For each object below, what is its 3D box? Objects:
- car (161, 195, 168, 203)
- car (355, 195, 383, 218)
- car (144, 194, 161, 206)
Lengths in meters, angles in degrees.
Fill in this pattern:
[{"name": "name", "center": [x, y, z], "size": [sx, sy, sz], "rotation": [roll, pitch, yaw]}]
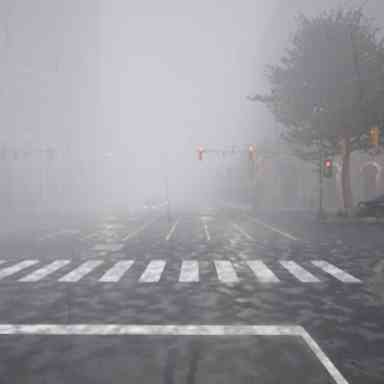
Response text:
[{"name": "car", "center": [-6.583, 1.295, 66.625], "size": [2.097, 1.767, 4.553], "rotation": [0, 0, 1]}, {"name": "car", "center": [17.530, 1.196, 29.410], "size": [5.566, 2.045, 2.150], "rotation": [0, 0, 1]}, {"name": "car", "center": [-6.735, 1.431, 55.384], "size": [1.882, 1.535, 5.008], "rotation": [0, 0, 1]}]
